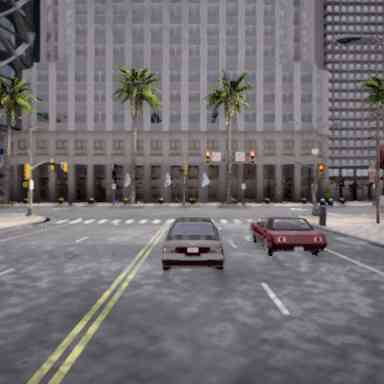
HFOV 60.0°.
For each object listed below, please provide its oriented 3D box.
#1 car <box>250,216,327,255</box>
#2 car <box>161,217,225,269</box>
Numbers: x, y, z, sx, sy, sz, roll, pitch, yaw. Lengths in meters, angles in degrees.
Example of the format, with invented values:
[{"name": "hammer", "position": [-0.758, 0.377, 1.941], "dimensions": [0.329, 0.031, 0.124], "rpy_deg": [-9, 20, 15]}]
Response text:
[{"name": "car", "position": [3.564, 1.603, 13.230], "dimensions": [1.895, 1.301, 4.718], "rpy_deg": [0, 0, 0]}, {"name": "car", "position": [0.046, 1.549, 11.106], "dimensions": [2.033, 1.411, 5.357], "rpy_deg": [0, 0, 1]}]
